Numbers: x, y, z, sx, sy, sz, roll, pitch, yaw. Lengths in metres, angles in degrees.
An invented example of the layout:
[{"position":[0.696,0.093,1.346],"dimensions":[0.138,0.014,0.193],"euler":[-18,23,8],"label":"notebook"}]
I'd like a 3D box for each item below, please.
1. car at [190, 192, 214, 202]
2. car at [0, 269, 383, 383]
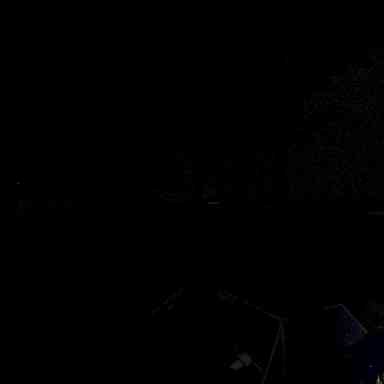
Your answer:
[{"position":[1.864,0.974,64.581],"dimensions":[2.150,2.045,5.566],"euler":[0,1,-36],"label":"car"},{"position":[0.453,1.629,3.394],"dimensions":[4.718,1.301,1.895],"euler":[1,-1,-36],"label":"car"}]
